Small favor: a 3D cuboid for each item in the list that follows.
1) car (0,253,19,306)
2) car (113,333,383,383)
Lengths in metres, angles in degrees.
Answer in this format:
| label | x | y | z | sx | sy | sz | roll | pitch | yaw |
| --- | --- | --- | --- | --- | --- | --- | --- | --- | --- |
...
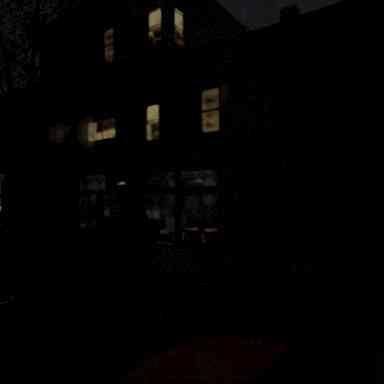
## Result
| label | x | y | z | sx | sy | sz | roll | pitch | yaw |
| --- | --- | --- | --- | --- | --- | --- | --- | --- | --- |
| car | -5.212 | 1.549 | 6.727 | 4.403 | 1.369 | 2.008 | 0 | 0 | 36 |
| car | 1.456 | 1.525 | 1.918 | 4.829 | 1.417 | 1.752 | 0 | 0 | 36 |
